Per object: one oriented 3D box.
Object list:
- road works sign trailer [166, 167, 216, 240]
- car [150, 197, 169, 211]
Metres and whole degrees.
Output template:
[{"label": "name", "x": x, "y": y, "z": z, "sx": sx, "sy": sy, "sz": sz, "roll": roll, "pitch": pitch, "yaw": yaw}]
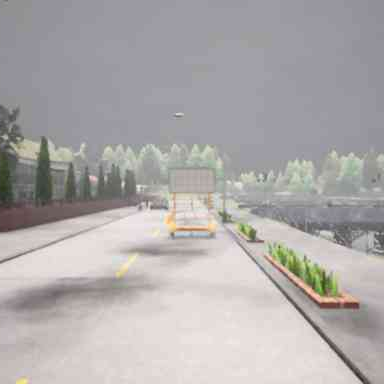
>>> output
[{"label": "road works sign trailer", "x": 0.002, "y": 0.493, "z": 17.162, "sx": 2.380, "sy": 3.560, "sz": 2.880, "roll": 0, "pitch": 0, "yaw": 0}, {"label": "car", "x": -4.078, "y": 1.421, "z": 42.487, "sx": 2.097, "sy": 1.767, "sz": 4.553, "roll": 0, "pitch": 0, "yaw": 0}]
